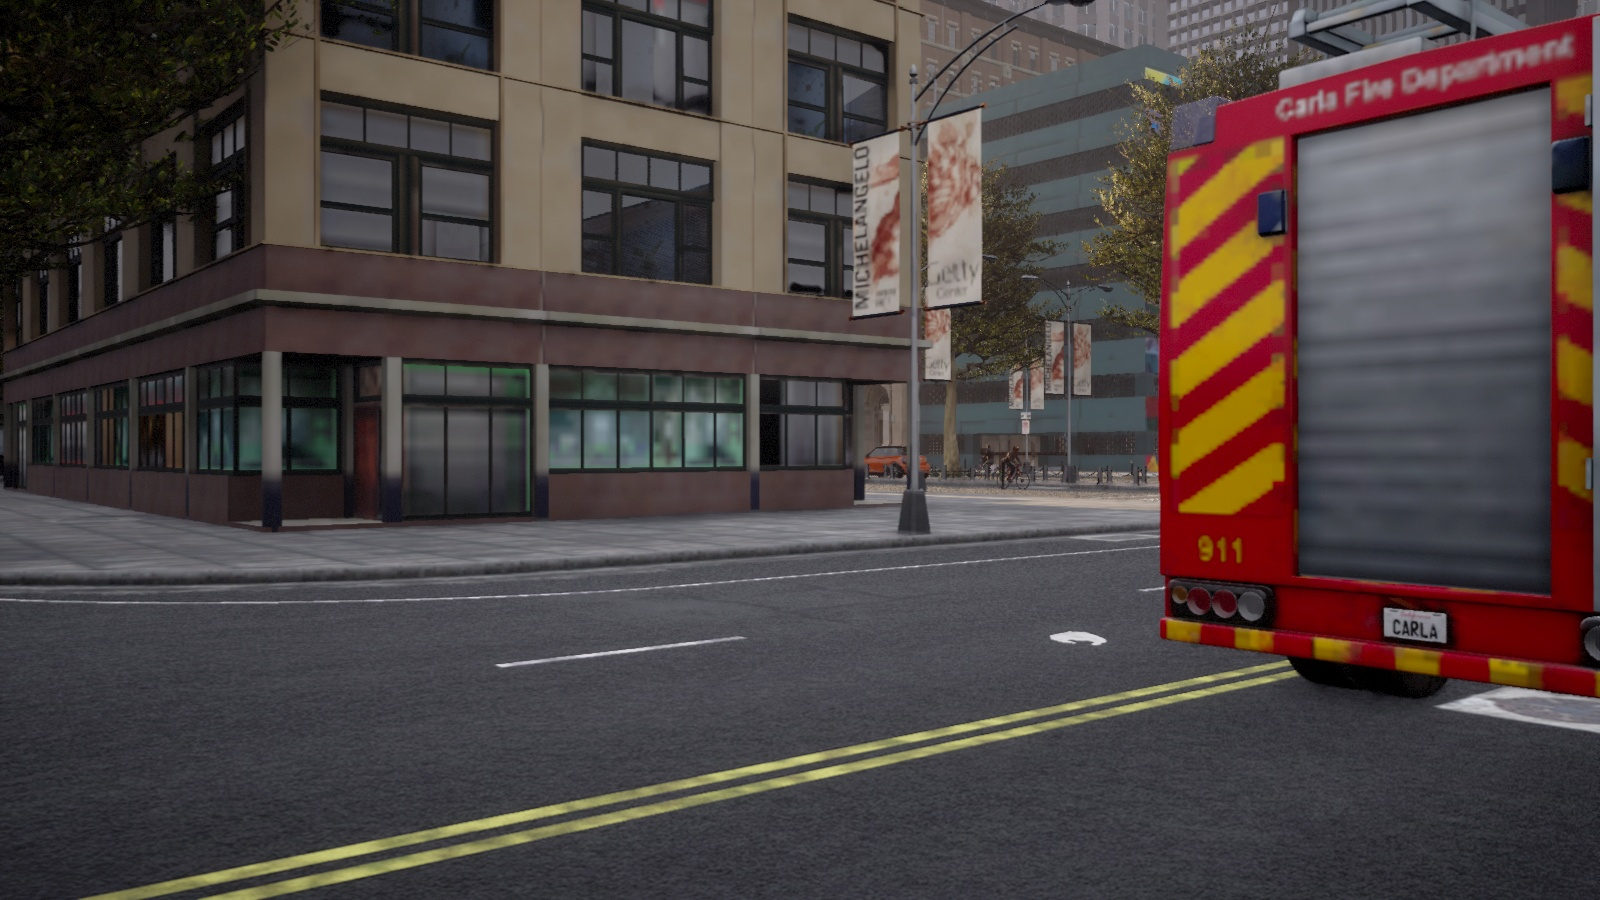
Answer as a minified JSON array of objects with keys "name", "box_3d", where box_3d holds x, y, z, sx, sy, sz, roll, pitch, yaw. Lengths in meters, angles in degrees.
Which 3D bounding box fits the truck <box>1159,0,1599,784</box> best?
[{"name":"truck","box_3d":[6.248,-0.494,8.652,8.468,3.827,2.891,0,0,-39]}]

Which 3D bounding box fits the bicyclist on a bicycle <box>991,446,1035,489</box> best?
[{"name":"bicyclist on a bicycle","box_3d":[8.056,0.654,47.582,0.582,1.620,1.656,0,0,-39]}]

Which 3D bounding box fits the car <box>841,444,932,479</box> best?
[{"name":"car","box_3d":[4.418,0.576,64.605,2.097,1.767,4.553,0,0,-39]}]
